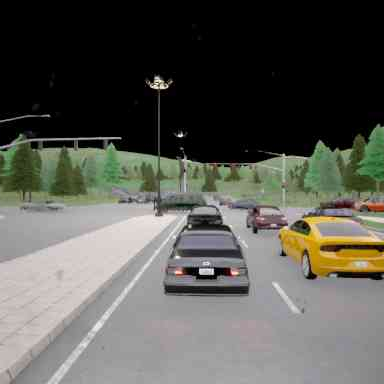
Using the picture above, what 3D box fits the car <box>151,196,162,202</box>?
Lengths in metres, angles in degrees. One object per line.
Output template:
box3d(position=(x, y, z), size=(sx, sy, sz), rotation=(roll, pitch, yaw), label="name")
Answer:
box3d(position=(-8.422, 1.552, 79.245), size=(1.994, 1.385, 4.181), rotation=(0, 0, 2), label="car")

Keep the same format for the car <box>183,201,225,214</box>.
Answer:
box3d(position=(0.726, 1.478, 18.598), size=(1.882, 1.535, 5.008), rotation=(0, 0, 3), label="car")

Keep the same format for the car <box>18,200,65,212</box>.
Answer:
box3d(position=(-17.436, 1.601, 38.622), size=(4.718, 1.301, 1.895), rotation=(0, 0, 2), label="car")

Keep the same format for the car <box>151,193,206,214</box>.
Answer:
box3d(position=(-1.205, 1.222, 35.140), size=(5.566, 2.045, 2.150), rotation=(0, 0, -1), label="car")

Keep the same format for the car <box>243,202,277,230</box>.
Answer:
box3d(position=(4.260, 1.526, 19.204), size=(1.812, 1.442, 4.674), rotation=(0, 0, 3), label="car")

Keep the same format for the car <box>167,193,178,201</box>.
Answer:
box3d(position=(-4.786, 1.225, 82.619), size=(2.150, 2.045, 5.566), rotation=(0, 0, 2), label="car")

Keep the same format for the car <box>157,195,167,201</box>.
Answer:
box3d(position=(-8.020, 1.524, 89.371), size=(2.128, 1.511, 4.902), rotation=(0, 0, 2), label="car")

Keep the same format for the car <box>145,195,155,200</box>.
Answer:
box3d(position=(-11.452, 1.539, 91.134), size=(2.033, 1.411, 5.357), rotation=(0, 0, 2), label="car")

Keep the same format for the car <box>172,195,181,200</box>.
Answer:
box3d(position=(-4.360, 1.533, 93.021), size=(2.033, 1.411, 5.357), rotation=(0, 0, 2), label="car")

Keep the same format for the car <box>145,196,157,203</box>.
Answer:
box3d(position=(-8.742, 1.552, 71.133), size=(1.994, 1.385, 4.181), rotation=(0, 0, 2), label="car")

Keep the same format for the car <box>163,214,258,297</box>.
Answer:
box3d(position=(0.378, 1.547, 8.777), size=(2.033, 1.411, 5.357), rotation=(0, 0, 2), label="car")

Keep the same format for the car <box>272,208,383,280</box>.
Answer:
box3d(position=(3.932, 1.478, 9.985), size=(1.882, 1.535, 5.008), rotation=(0, 0, 3), label="car")

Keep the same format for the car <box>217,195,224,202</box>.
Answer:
box3d(position=(5.796, 1.564, 56.577), size=(1.994, 1.385, 4.181), rotation=(0, 0, 2), label="car")

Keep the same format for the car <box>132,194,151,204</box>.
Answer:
box3d(position=(-9.152, 1.491, 62.282), size=(2.128, 1.511, 4.902), rotation=(0, 0, 3), label="car")

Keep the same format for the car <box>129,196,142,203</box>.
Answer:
box3d(position=(-12.209, 1.524, 72.043), size=(1.812, 1.442, 4.674), rotation=(0, 0, 2), label="car")

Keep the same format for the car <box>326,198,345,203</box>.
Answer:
box3d(position=(18.757, 1.477, 42.087), size=(5.008, 1.535, 1.882), rotation=(0, 0, 4), label="car")

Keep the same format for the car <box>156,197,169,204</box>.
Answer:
box3d(position=(-5.593, 1.601, 63.392), size=(1.895, 1.301, 4.718), rotation=(0, 0, 3), label="car")

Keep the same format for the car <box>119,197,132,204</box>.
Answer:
box3d(position=(-12.591, 1.564, 63.423), size=(1.994, 1.385, 4.181), rotation=(0, 0, 3), label="car")

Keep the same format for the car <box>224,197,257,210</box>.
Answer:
box3d(position=(6.595, 1.563, 41.520), size=(4.181, 1.385, 1.994), rotation=(0, 0, 37), label="car")

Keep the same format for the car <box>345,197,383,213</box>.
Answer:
box3d(position=(19.152, 1.352, 34.995), size=(4.553, 1.767, 2.097), rotation=(0, 0, 3), label="car")

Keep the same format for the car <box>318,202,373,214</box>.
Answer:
box3d(position=(7.745, 1.547, 18.821), size=(2.033, 1.411, 5.357), rotation=(0, 0, 3), label="car")

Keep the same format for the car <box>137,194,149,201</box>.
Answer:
box3d(position=(-11.860, 1.355, 80.900), size=(2.097, 1.767, 4.553), rotation=(0, 0, 2), label="car")

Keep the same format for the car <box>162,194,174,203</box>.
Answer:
box3d(position=(-5.193, 1.355, 72.326), size=(2.097, 1.767, 4.553), rotation=(0, 0, 2), label="car")

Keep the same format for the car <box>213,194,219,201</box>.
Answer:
box3d(position=(6.878, 1.552, 86.549), size=(1.994, 1.385, 4.181), rotation=(0, 0, 2), label="car")
